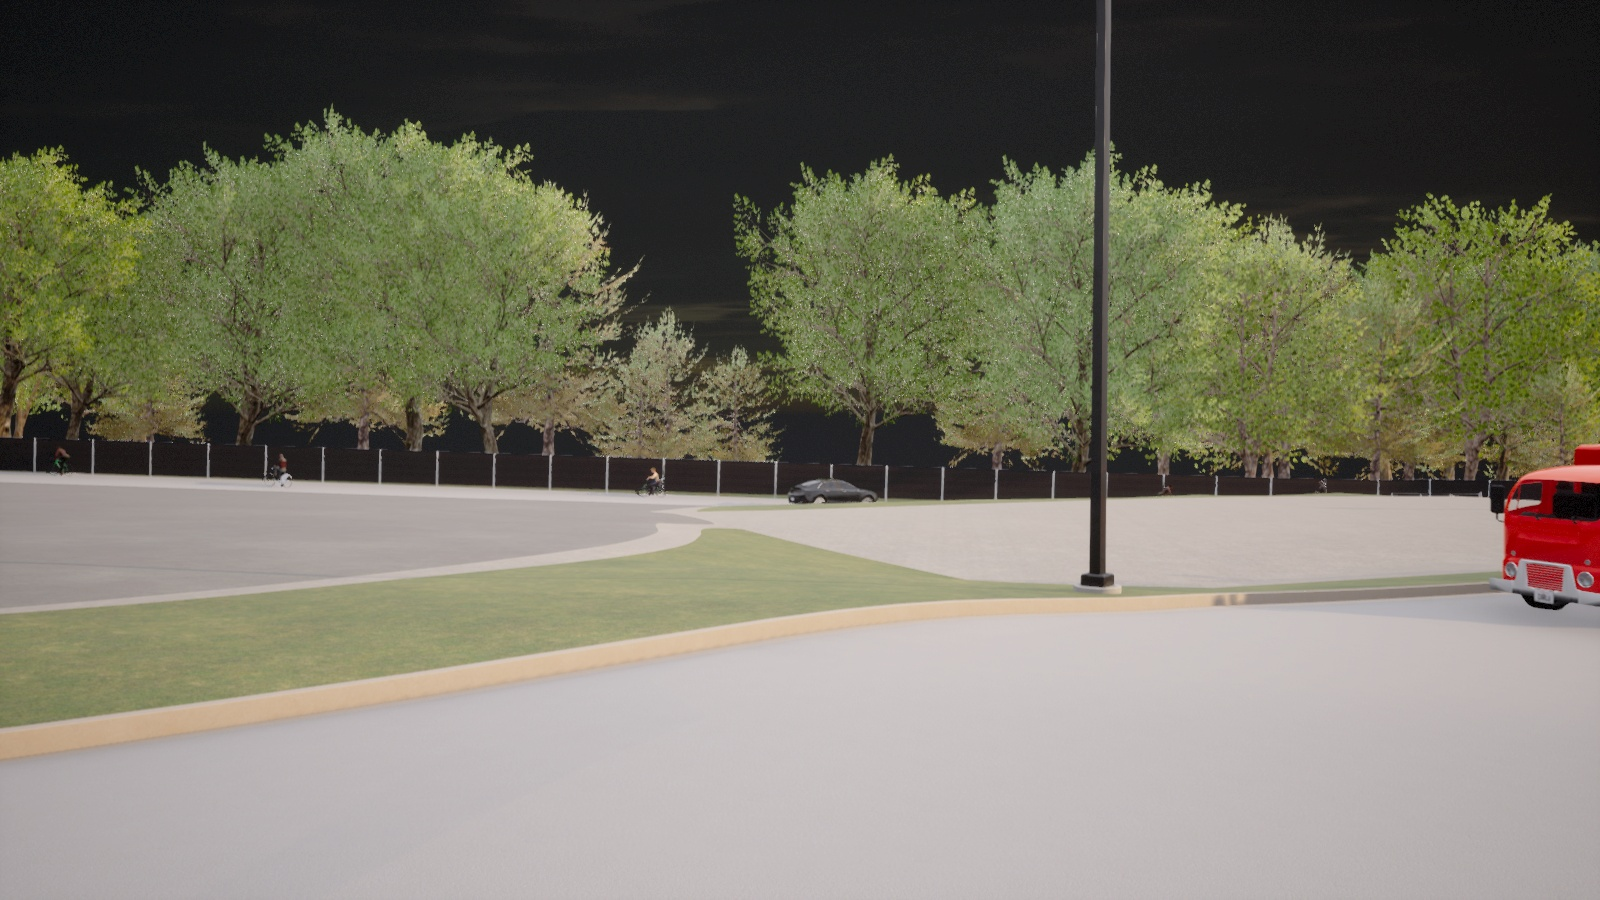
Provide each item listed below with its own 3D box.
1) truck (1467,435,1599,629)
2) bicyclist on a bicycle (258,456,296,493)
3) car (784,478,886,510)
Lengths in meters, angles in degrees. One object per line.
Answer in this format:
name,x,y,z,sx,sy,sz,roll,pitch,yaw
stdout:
truck,12.825,1.038,18.331,5.204,2.467,2.627,-2,2,-19
bicyclist on a bicycle,-26.774,1.236,64.297,1.843,1.776,0.659,2,2,22
car,1.795,2.207,63.654,4.892,1.490,1.837,1,1,-30
